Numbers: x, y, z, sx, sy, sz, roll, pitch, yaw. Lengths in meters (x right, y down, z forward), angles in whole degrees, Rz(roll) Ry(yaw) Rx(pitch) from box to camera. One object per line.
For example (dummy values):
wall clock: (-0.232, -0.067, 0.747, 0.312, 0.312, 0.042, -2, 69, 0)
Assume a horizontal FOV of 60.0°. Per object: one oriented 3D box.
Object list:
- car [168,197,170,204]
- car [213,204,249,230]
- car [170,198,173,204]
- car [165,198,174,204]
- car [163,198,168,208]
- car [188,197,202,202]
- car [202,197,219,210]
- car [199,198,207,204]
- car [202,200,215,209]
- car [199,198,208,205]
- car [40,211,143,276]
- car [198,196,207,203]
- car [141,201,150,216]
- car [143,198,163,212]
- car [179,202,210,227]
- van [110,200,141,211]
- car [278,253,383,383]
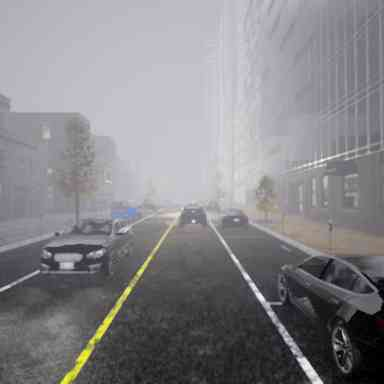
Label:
car: (-5.673, 2.069, 61.820, 1.887, 1.381, 4.507, 1, 0, 0)
car: (2.703, 1.755, 22.257, 1.947, 1.339, 4.313, 1, 0, 0)
car: (-5.670, 2.110, 78.753, 1.967, 1.590, 4.097, 1, 0, 0)
car: (-5.671, 2.285, 84.396, 1.947, 1.339, 4.313, 1, 0, 0)
car: (-5.674, 2.026, 56.177, 2.008, 1.369, 4.403, 1, 0, 0)
car: (0.104, 1.880, 46.009, 2.128, 1.511, 4.902, 0, -1, 0)
car: (2.707, 1.820, 44.834, 1.967, 1.590, 4.097, 1, 0, 0)
car: (2.712, 2.301, 84.339, 1.802, 1.307, 4.206, 1, 0, 0)
car: (2.706, 2.042, 56.120, 1.947, 1.339, 4.313, 1, 0, 0)
car: (2.708, 2.236, 78.695, 1.947, 1.339, 4.313, 1, 0, 0)
car: (-3.097, 1.582, 10.701, 2.128, 1.511, 4.902, 0, 0, 0)
car: (2.721, 2.083, 89.985, 2.192, 1.841, 5.009, 1, 0, 0)
car: (-5.676, 1.866, 33.602, 1.802, 1.307, 4.206, 1, 0, 0)
car: (-5.671, 1.695, 44.892, 2.192, 1.841, 5.009, 1, 0, 0)
car: (0.101, 1.713, 24.582, 1.837, 1.490, 4.892, 0, 0, 0)
van: (-5.673, 1.577, 27.959, 1.690, 1.788, 3.998, 1, 0, 0)
car: (2.702, 1.612, 5.325, 1.947, 1.339, 4.313, 1, 0, 0)
